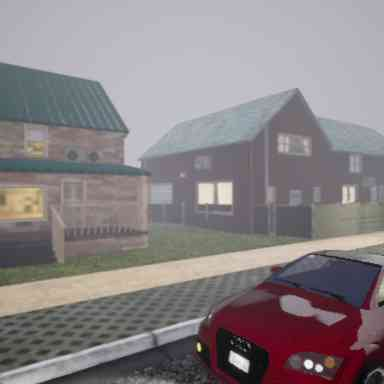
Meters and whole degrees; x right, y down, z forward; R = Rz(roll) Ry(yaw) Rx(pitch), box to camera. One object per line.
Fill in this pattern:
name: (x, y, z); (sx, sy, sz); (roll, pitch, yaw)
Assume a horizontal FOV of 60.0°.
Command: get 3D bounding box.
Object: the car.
car: (2.110, 1.551, 4.564); (4.181, 1.385, 1.994); (0, 0, -35)
